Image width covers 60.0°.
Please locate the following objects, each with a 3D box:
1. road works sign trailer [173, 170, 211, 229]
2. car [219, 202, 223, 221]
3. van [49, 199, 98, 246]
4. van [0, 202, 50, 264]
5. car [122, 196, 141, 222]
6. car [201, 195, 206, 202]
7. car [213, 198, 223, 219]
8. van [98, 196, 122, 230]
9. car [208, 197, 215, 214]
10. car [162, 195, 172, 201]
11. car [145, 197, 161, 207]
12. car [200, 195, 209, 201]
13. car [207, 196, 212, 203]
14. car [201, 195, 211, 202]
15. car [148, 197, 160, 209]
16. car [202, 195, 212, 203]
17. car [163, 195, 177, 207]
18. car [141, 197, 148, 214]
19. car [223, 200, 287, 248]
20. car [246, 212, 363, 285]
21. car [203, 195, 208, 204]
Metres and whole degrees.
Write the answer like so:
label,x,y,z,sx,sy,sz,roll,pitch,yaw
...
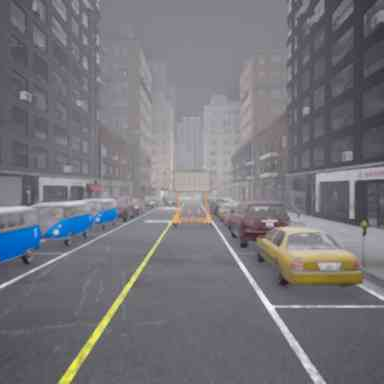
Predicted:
label,x,y,z,sx,sy,sz,roll,pitch,yaw
road works sign trailer,0.012,0.414,21.054,2.380,3.560,2.880,0,0,0
car,2.863,1.533,20.224,1.802,1.307,4.206,-1,0,0
van,-5.674,1.307,14.641,1.690,1.788,3.998,-1,0,0
van,-5.676,1.321,9.054,1.690,1.788,3.998,-1,0,0
car,-5.671,1.252,25.812,2.192,1.841,5.009,-1,0,0
car,2.884,1.391,59.325,2.008,1.369,4.403,-1,0,0
car,2.865,1.461,25.980,1.752,1.417,4.829,-1,0,0
van,-5.673,1.293,20.226,1.690,1.788,3.998,-1,0,0
car,2.868,1.487,31.395,1.947,1.339,4.313,-1,0,0
car,-5.652,1.330,76.084,1.887,1.381,4.507,-1,0,0
car,-5.661,1.457,48.156,1.802,1.307,4.206,-1,0,0
car,2.893,1.367,76.082,1.802,1.307,4.206,-1,0,0
car,2.872,1.472,36.981,1.947,1.339,4.313,-1,0,0
car,2.890,1.369,70.497,1.947,1.339,4.313,-1,0,0
car,-5.664,1.332,42.569,1.967,1.590,4.097,-1,0,0
car,2.887,1.347,65.080,1.752,1.417,4.829,-1,0,0
car,-3.063,1.363,49.194,2.128,1.511,4.902,0,0,0
car,-5.668,1.362,31.398,1.967,1.590,4.097,-1,0,0
car,2.856,1.280,14.637,2.192,1.841,5.009,-1,0,0
car,2.856,1.504,9.222,1.752,1.417,4.829,-1,0,0
car,2.875,1.442,42.567,2.008,1.369,4.403,-1,0,0
